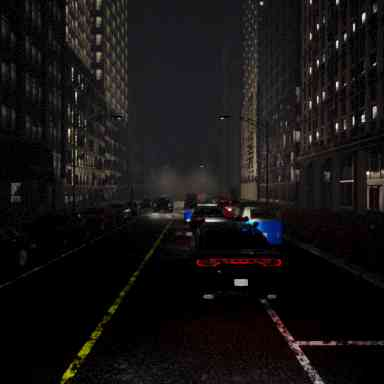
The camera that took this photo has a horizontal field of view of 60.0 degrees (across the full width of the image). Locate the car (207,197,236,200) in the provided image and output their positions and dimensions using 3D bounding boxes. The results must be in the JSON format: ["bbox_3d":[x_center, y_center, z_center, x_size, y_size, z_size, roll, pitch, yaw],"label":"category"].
[{"bbox_3d":[2.607,1.309,25.486,2.192,1.841,5.009,-1,0,0],"label":"car"}]

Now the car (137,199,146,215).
[{"bbox_3d":[-5.788,1.575,31.145,1.802,1.307,4.206,-1,0,0],"label":"car"}]

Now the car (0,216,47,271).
[{"bbox_3d":[-5.720,1.549,8.410,2.008,1.369,4.403,-1,0,0],"label":"car"}]

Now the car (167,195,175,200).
[{"bbox_3d":[-5.976,1.540,93.665,1.947,1.339,4.313,-1,0,0],"label":"car"}]

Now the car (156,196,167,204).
[{"bbox_3d":[-5.890,1.566,65.246,1.802,1.307,4.206,-1,0,0],"label":"car"}]

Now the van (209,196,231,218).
[{"bbox_3d":[2.590,1.334,31.170,1.690,1.788,3.998,-1,0,0],"label":"van"}]

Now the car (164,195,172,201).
[{"bbox_3d":[-5.941,1.504,82.127,1.752,1.417,4.829,-1,0,0],"label":"car"}]

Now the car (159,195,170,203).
[{"bbox_3d":[-5.909,1.422,70.929,1.967,1.590,4.097,-1,0,0],"label":"car"}]

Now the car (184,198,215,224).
[{"bbox_3d":[0.572,1.472,24.558,1.882,1.535,5.008,0,0,6],"label":"car"}]

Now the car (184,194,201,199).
[{"bbox_3d":[-0.121,1.467,45.610,1.882,1.535,5.008,0,0,0],"label":"car"}]

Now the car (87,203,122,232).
[{"bbox_3d":[-5.754,1.540,19.777,1.887,1.381,4.507,-1,0,0],"label":"car"}]

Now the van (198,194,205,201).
[{"bbox_3d":[2.420,1.317,88.006,1.690,1.788,3.998,-1,0,0],"label":"van"}]

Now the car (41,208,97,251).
[{"bbox_3d":[-5.737,1.563,14.094,1.947,1.339,4.313,-1,0,0],"label":"car"}]

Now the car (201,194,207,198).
[{"bbox_3d":[2.524,1.538,53.904,2.008,1.369,4.403,-1,0,0],"label":"car"}]

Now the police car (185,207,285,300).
[{"bbox_3d":[0.877,1.423,8.569,1.930,1.638,5.238,0,0,0],"label":"police car"}]

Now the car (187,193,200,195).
[{"bbox_3d":[-0.175,1.207,59.499,2.150,2.045,5.566,0,0,0],"label":"car"}]

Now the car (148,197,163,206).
[{"bbox_3d":[-5.856,1.538,53.879,2.008,1.369,4.403,-1,0,0],"label":"car"}]

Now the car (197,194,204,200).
[{"bbox_3d":[2.404,1.414,93.690,1.967,1.590,4.097,-1,0,0],"label":"car"}]

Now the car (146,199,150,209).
[{"bbox_3d":[-5.823,1.541,42.512,2.008,1.369,4.403,-1,0,0],"label":"car"}]

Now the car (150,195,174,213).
[{"bbox_3d":[-3.106,1.343,36.965,2.097,1.767,4.553,0,0,0],"label":"car"}]

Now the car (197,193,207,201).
[{"bbox_3d":[2.436,1.293,82.323,2.192,1.841,5.009,-1,0,0],"label":"car"}]

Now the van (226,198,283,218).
[{"bbox_3d":[2.641,1.338,14.119,1.690,1.788,3.998,-1,0,0],"label":"van"}]

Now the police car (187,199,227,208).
[{"bbox_3d":[0.847,1.421,18.570,1.930,1.638,5.238,0,0,0],"label":"police car"}]

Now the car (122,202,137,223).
[{"bbox_3d":[-5.772,1.545,25.461,2.008,1.369,4.403,-1,0,0],"label":"car"}]
